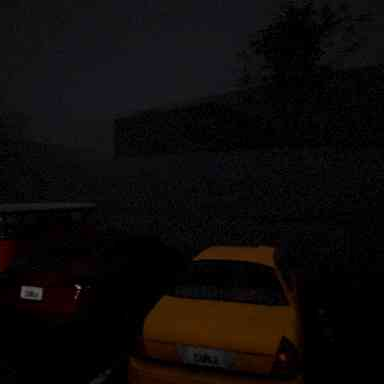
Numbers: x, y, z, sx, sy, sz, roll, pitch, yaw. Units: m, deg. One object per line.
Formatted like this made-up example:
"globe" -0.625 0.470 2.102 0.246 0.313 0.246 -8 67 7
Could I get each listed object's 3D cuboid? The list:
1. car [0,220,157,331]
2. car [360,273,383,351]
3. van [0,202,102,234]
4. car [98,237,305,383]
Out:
"car" -1.667 1.523 7.017 2.163 1.488 4.792 0 -1 15
"car" 3.181 1.493 3.520 2.231 1.521 4.892 0 -1 15
"van" -4.126 1.268 8.610 1.878 1.987 4.442 1 -1 16
"car" 0.805 1.491 5.436 1.946 1.575 5.366 0 -1 15
